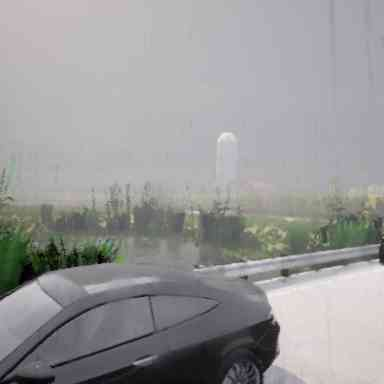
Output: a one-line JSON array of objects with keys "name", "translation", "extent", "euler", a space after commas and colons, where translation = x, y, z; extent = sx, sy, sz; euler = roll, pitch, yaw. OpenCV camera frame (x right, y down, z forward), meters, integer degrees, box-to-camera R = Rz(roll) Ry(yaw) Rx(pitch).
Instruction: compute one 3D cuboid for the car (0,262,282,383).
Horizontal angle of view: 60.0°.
[{"name": "car", "translation": [-1.093, 1.524, 3.224], "extent": [4.674, 1.442, 1.812], "euler": [0, 0, -35]}]
